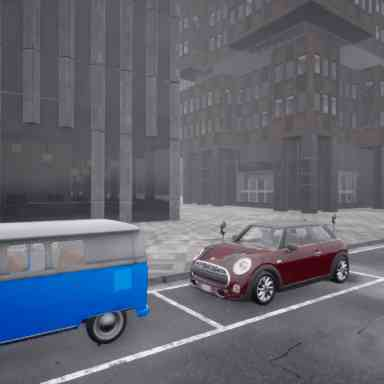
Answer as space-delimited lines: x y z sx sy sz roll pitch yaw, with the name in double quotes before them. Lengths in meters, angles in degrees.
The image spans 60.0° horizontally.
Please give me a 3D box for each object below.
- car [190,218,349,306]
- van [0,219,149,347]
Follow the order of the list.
"car" 1.920 1.441 7.987 4.097 1.590 1.967 0 0 -35
"van" -2.591 1.341 4.798 3.998 1.788 1.690 0 0 -35
